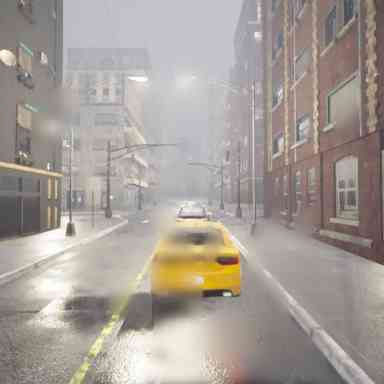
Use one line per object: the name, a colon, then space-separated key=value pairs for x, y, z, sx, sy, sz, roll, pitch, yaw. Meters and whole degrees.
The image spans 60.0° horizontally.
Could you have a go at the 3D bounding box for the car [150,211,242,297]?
car: x=0.089 y=1.484 z=8.627 sx=1.882 sy=1.535 sz=5.008 roll=0 pitch=0 yaw=0

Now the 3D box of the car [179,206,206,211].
car: x=0.066 y=1.509 z=17.910 sx=2.128 sy=1.511 sz=4.902 roll=0 pitch=0 yaw=1
